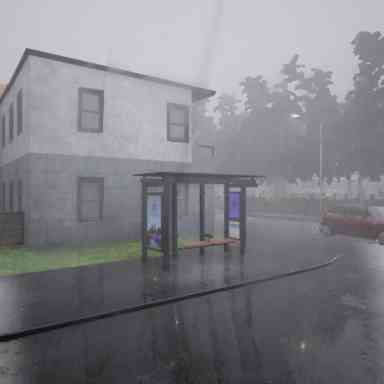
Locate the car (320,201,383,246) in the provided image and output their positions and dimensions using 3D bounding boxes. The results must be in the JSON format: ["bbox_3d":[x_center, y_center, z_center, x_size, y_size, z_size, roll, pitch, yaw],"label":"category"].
[{"bbox_3d":[8.253,1.351,15.361,2.097,1.767,4.553,0,0,-25],"label":"car"}]

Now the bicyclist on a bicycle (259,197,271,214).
[{"bbox_3d":[7.096,1.348,32.407,1.656,1.620,0.582,0,0,-35],"label":"bicyclist on a bicycle"}]
